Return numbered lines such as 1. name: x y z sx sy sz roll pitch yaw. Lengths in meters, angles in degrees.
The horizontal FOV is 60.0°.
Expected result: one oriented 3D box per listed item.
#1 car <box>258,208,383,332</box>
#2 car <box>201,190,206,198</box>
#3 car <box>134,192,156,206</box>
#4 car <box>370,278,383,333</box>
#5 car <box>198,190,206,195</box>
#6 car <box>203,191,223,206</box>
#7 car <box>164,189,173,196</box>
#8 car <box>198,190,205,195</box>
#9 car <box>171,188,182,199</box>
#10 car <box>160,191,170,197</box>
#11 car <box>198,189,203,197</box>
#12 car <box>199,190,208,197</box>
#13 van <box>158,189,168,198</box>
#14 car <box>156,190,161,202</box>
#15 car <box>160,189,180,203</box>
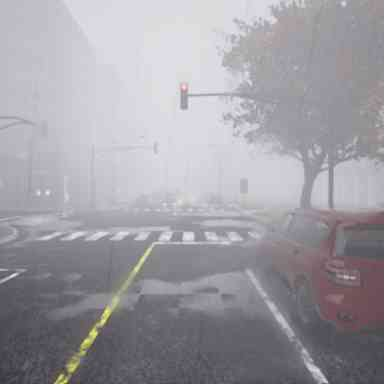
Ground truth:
1. car: 2.688 1.206 6.526 2.192 1.841 5.009 0 1 0
2. car: 2.657 0.725 50.148 1.752 1.417 4.829 0 1 0
3. car: -5.715 0.924 38.909 2.008 1.369 4.403 0 1 0
4. car: 2.692 1.547 1.008 1.947 1.339 4.313 0 1 0
5. car: 2.631 0.167 88.703 1.887 1.381 4.507 0 1 0
6. car: 2.665 0.917 38.914 1.887 1.381 4.507 0 1 0
7. car: -5.745 0.143 83.164 1.967 1.590 4.097 0 1 0
8. car: 2.628 0.093 94.235 2.008 1.369 4.403 0 1 0
9. car: -3.041 0.272 61.032 2.150 2.045 5.566 0 1 0
10. car: -5.737 0.450 72.101 1.802 1.307 4.206 0 1 0
11. car: 2.647 0.533 66.574 1.802 1.307 4.206 0 1 0
12. car: 2.639 0.308 77.808 1.752 1.417 4.829 0 1 0
13. van: -5.734 0.292 66.566 1.690 1.788 3.998 0 1 0
14. car: -5.723 0.753 49.973 2.008 1.369 4.403 0 1 0
15. car: -3.031 0.811 46.503 1.837 1.490 4.892 0 3 0
